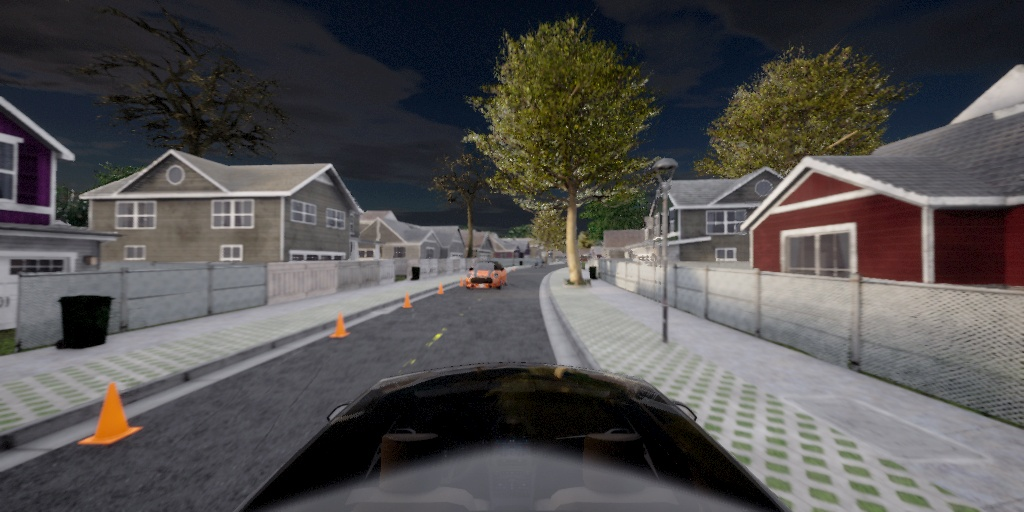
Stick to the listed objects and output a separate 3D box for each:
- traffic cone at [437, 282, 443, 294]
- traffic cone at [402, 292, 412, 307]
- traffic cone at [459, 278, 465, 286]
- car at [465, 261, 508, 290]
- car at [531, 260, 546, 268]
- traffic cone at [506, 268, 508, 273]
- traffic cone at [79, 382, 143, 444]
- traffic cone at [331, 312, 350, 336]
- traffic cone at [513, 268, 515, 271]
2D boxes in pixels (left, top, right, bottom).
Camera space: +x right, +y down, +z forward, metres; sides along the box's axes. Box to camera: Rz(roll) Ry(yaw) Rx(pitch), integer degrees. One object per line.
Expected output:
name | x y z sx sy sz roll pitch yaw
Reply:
traffic cone | -3.788 1.695 19.107 0.340 0.580 0.340 0 0 4
traffic cone | -4.104 1.694 14.066 0.340 0.580 0.340 0 0 3
traffic cone | -3.369 1.699 24.142 0.340 0.580 0.340 0 0 5
car | -1.503 1.095 22.274 2.097 1.767 4.553 0 0 5
car | 4.749 1.373 63.610 1.994 1.385 4.181 0 0 15
traffic cone | -0.659 1.737 44.159 0.340 0.580 0.340 0 0 10
traffic cone | -4.425 1.697 3.969 0.340 0.580 0.340 0 0 1
traffic cone | -4.317 1.695 9.020 0.340 0.580 0.340 0 0 2
traffic cone | 0.275 1.751 49.124 0.340 0.580 0.340 0 0 11
